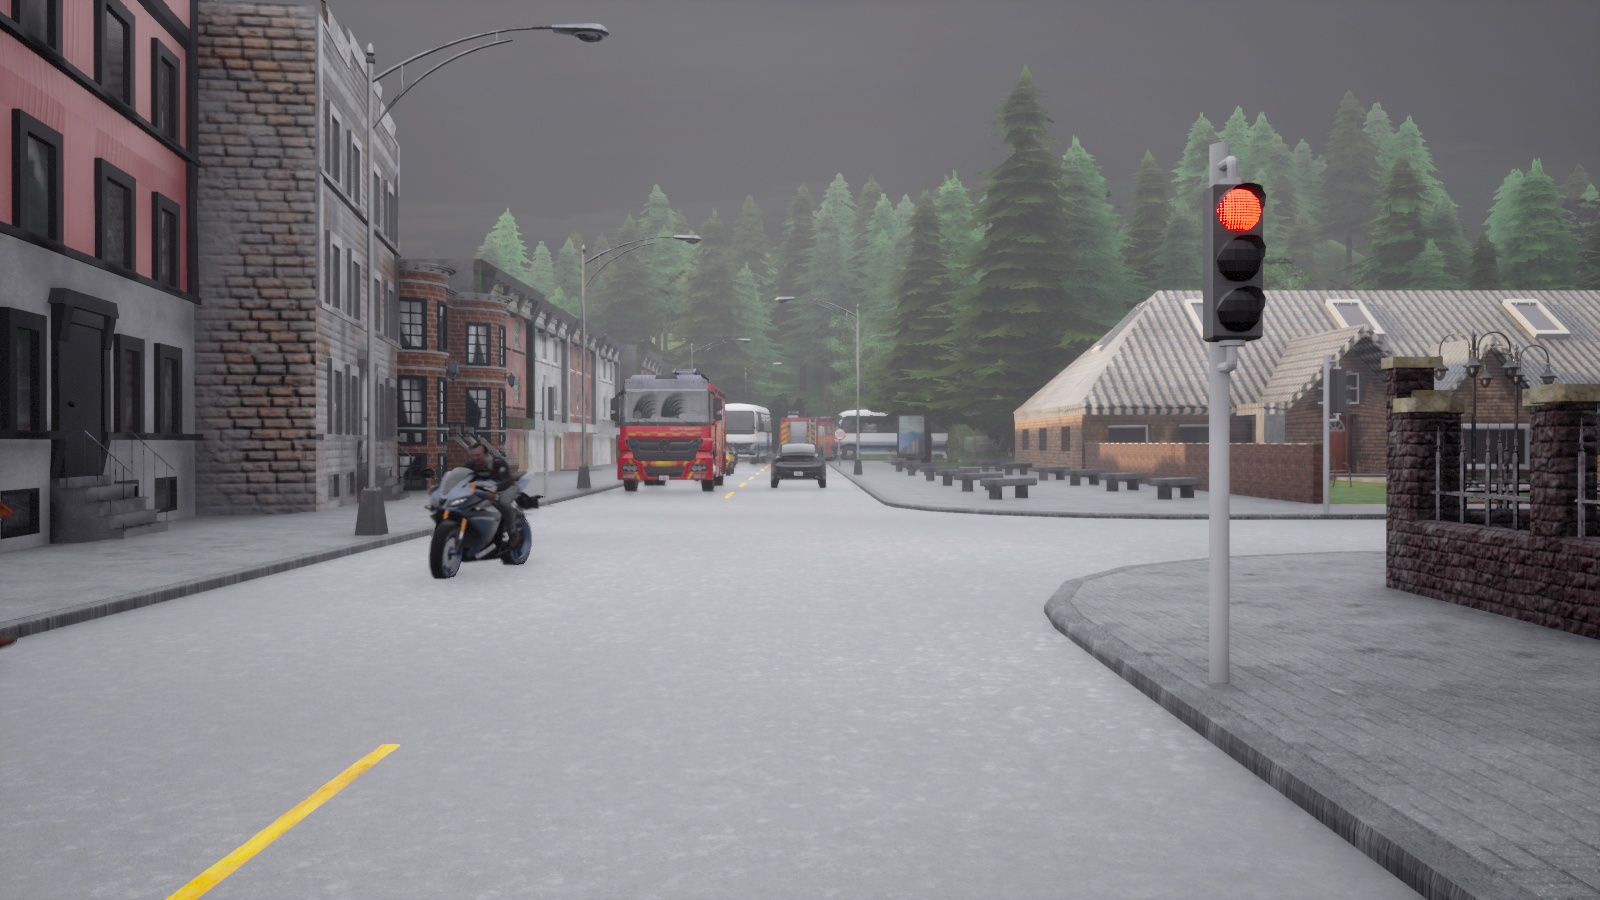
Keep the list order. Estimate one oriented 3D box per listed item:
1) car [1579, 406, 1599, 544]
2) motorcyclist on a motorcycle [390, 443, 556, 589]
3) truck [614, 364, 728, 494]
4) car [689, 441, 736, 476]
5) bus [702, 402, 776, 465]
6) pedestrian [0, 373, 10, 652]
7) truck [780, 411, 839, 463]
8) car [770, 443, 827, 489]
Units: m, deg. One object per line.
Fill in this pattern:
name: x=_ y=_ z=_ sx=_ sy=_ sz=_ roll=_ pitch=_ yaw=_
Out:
car: x=14.694 y=0.375 z=18.153 sx=5.566 sy=2.045 sz=2.150 roll=0 pitch=0 yaw=-1
motorcyclist on a motorcycle: x=-3.720 y=0.696 z=14.522 sx=0.866 sy=1.530 sz=2.191 roll=1 pitch=1 yaw=15
truck: x=-4.048 y=-0.654 z=41.252 sx=2.891 sy=3.827 sz=8.468 roll=0 pitch=0 yaw=0
car: x=-4.050 y=0.350 z=58.914 sx=1.801 sy=1.575 sz=5.366 roll=0 pitch=0 yaw=0
bus: x=-4.220 y=-1.141 z=90.002 sx=3.944 sy=4.253 sz=10.273 roll=0 pitch=0 yaw=5
pedestrian: x=-5.603 y=0.413 z=8.243 sx=0.634 sy=1.846 sz=0.331 roll=0 pitch=0 yaw=-14
truck: x=0.810 y=-0.956 z=95.678 sx=2.891 sy=3.827 sz=8.468 roll=0 pitch=0 yaw=12
car: x=-0.052 y=0.506 z=43.473 sx=1.837 sy=1.490 sz=4.892 roll=0 pitch=0 yaw=0
